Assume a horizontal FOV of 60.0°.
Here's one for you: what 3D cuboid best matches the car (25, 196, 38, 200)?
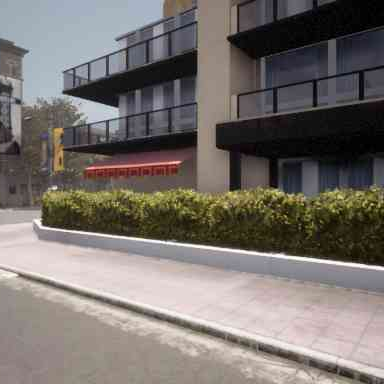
[{"bbox_3d":[-34.532,1.481,68.325,4.892,1.521,2.231,0,0,37],"label":"car"}]
